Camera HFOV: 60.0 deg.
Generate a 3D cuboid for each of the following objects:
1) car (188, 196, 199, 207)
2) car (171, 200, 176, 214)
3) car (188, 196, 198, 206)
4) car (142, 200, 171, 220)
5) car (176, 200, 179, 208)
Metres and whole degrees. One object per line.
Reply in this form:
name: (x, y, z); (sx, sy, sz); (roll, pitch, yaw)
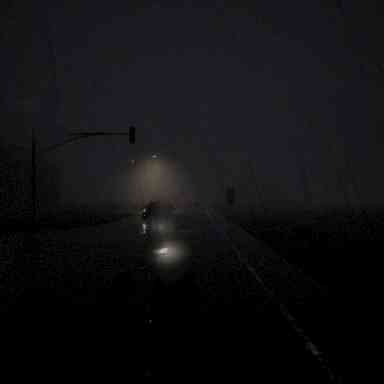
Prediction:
car: (0.272, 1.952, 64.006); (2.097, 1.767, 4.553); (0, 0, 0)
car: (-3.414, 1.751, 40.687); (2.097, 1.767, 4.553); (0, -1, 0)
car: (0.314, 1.910, 74.222); (2.150, 2.045, 5.566); (0, 0, 0)
car: (-3.451, 1.670, 31.907); (2.097, 1.767, 4.553); (0, -1, 0)
car: (-3.359, 2.005, 49.500); (1.812, 1.442, 4.674); (0, -1, 1)
